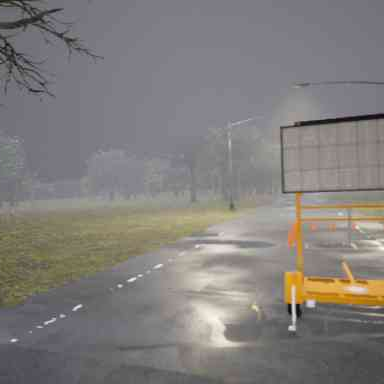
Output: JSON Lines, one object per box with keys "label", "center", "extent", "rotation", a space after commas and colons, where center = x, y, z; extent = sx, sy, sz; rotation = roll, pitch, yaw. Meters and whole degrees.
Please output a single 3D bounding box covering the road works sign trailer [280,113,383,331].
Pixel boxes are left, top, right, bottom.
{"label": "road works sign trailer", "center": [2.989, 0.388, 6.350], "extent": [2.380, 3.560, 2.880], "rotation": [-2, 0, 19]}
